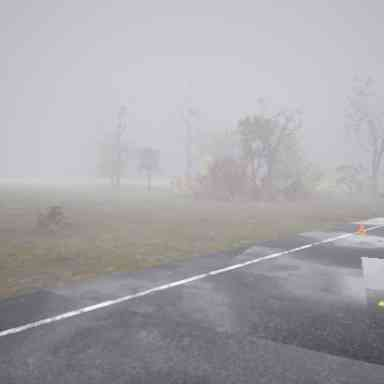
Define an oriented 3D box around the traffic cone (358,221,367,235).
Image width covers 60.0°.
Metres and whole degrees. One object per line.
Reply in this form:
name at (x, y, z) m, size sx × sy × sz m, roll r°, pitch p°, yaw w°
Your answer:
traffic cone at (7.442, 1.568, 14.560) m, size 0.340 × 0.580 × 0.340 m, roll -1°, pitch 3°, yaw -45°
